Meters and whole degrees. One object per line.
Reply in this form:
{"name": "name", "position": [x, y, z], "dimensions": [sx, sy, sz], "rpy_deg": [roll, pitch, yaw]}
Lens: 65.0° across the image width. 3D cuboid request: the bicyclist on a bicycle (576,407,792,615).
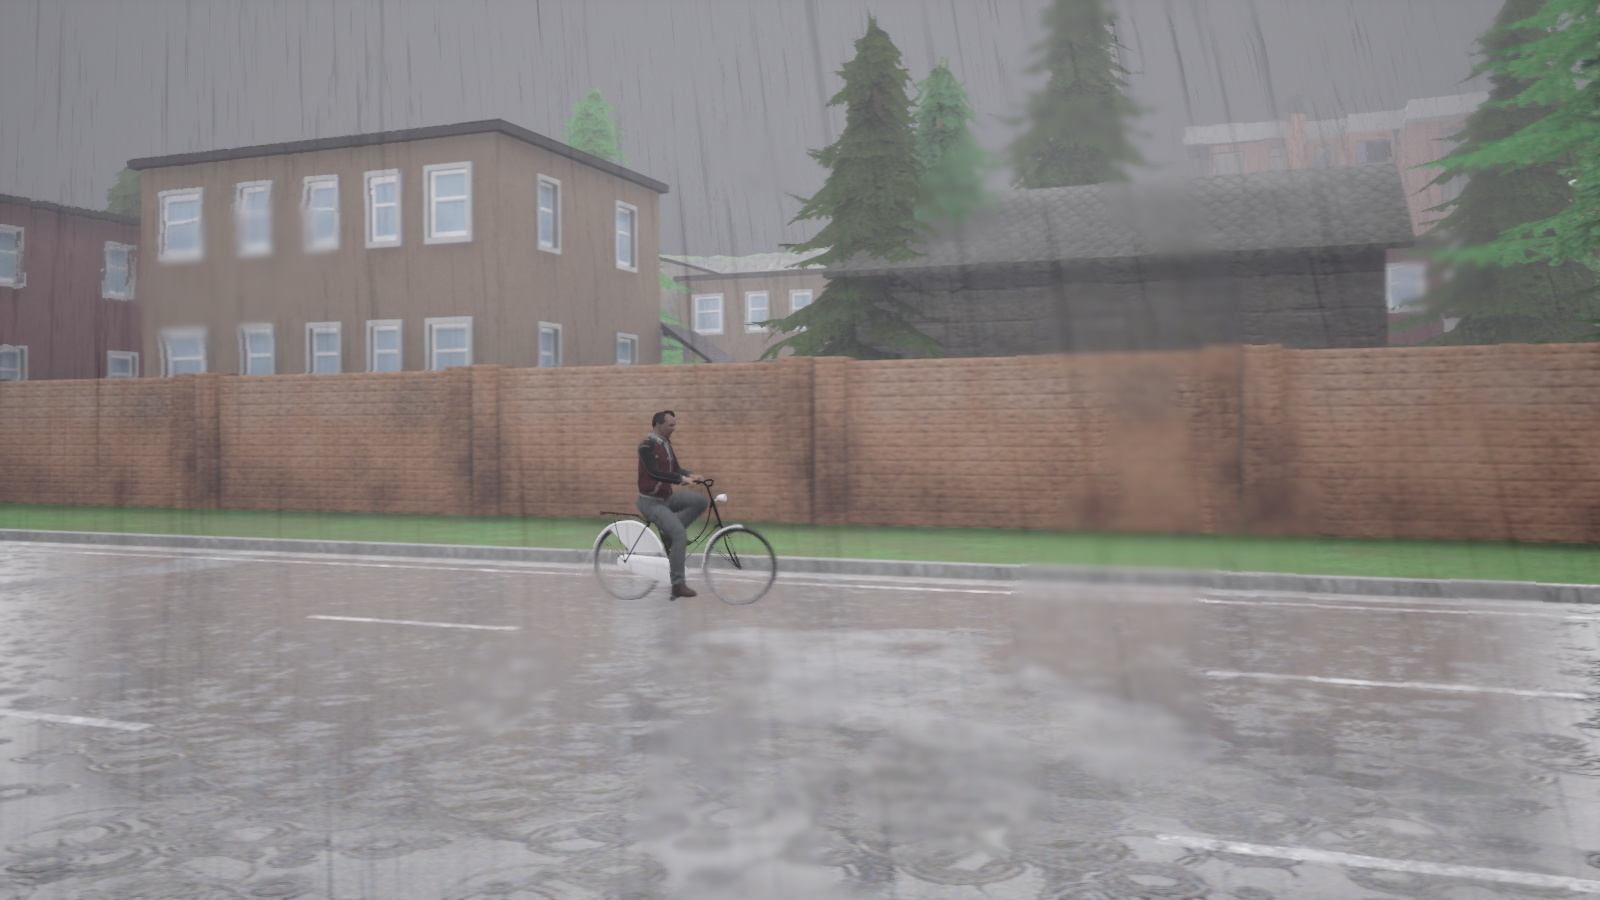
{"name": "bicyclist on a bicycle", "position": [-1.051, 0.512, 11.354], "dimensions": [1.843, 1.776, 0.659], "rpy_deg": [0, 1, 21]}
